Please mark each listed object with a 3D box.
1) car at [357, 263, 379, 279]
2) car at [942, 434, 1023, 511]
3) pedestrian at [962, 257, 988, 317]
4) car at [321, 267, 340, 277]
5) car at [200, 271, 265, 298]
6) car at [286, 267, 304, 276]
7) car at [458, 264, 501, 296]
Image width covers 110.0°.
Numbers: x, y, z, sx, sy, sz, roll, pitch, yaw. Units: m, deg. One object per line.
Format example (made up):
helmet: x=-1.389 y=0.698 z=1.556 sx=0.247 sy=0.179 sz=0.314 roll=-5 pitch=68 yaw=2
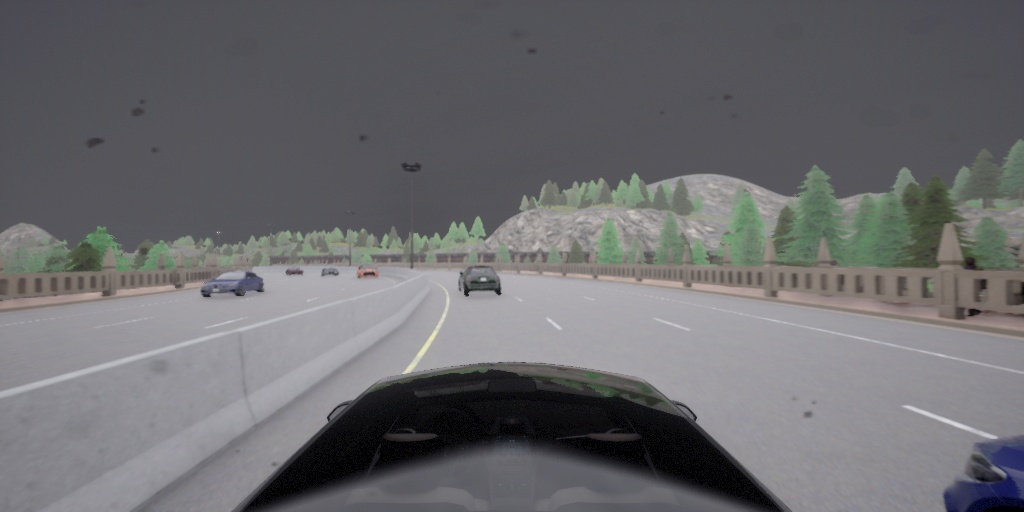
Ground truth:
car: x=-17.243 y=1.766 z=42.838 sx=2.097 sy=1.767 sz=4.553 roll=0 pitch=-1 yaw=-27
car: x=3.470 y=1.236 z=0.134 sx=1.812 sy=1.442 sz=4.674 roll=0 pitch=-1 yaw=1
pedestrian: x=13.742 y=0.892 z=10.740 sx=0.375 sy=1.860 sz=0.375 roll=-1 pitch=0 yaw=-5
car: x=-25.215 y=2.162 z=49.721 sx=1.994 sy=1.385 sz=4.181 roll=0 pitch=-1 yaw=-32
car: x=-16.757 y=1.654 z=21.821 sx=1.812 sy=1.442 sz=4.674 roll=0 pitch=-1 yaw=-15
car: x=-33.399 y=2.376 z=55.148 sx=1.895 sy=1.301 sz=4.718 roll=0 pitch=-1 yaw=-39
car: x=-2.061 y=1.349 z=21.778 sx=2.097 sy=1.767 sz=4.553 roll=0 pitch=-1 yaw=-13
